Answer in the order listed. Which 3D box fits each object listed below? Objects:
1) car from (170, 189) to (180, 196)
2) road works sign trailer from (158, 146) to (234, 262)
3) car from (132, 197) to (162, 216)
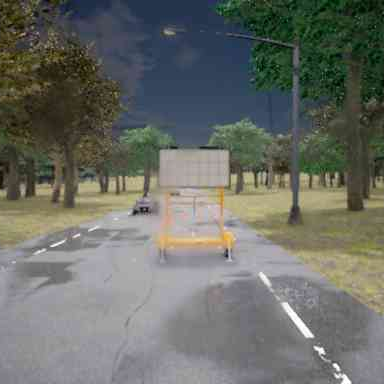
[{"bbox_3d":[-3.436,0.249,68.174,1.882,1.535,5.008,0,1,0],"label":"car"},{"bbox_3d":[0.077,0.267,11.229,2.380,3.560,2.880,0,1,-2],"label":"road works sign trailer"},{"bbox_3d":[-3.572,1.117,26.949,1.994,1.385,4.181,0,1,0],"label":"car"}]
